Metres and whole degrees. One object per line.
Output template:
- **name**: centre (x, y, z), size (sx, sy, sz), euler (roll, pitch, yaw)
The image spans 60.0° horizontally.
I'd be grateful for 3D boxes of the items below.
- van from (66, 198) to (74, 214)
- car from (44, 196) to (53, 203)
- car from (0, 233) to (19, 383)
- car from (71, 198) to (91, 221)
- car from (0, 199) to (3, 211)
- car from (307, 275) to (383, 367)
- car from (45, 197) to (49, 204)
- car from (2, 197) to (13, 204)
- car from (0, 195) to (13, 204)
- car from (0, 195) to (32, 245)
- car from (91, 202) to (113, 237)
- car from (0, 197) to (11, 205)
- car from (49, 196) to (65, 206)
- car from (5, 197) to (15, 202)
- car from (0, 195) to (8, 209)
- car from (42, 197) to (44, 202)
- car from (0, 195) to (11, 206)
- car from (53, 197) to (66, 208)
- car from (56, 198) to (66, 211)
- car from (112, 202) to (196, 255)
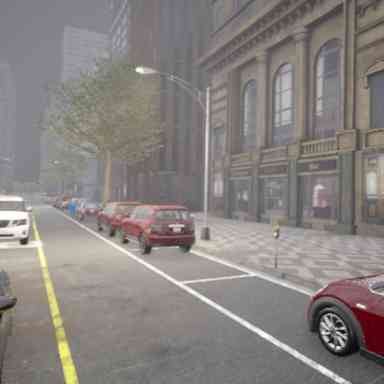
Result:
- **van**: centre (-11.631, 1.541, 34.387), size (1.690, 1.788, 3.998), euler (2, -1, -26)
- **car**: centre (-36.701, 1.888, 84.903), size (1.967, 1.590, 4.097), euler (1, -1, -26)
- **car**: centre (-3.035, 1.507, 3.649), size (1.812, 1.442, 4.674), euler (2, -1, -26)
- **car**: centre (-9.127, 1.626, 29.333), size (1.967, 1.590, 4.097), euler (2, -1, -26)
- **car**: centre (-24.213, 1.552, 40.557), size (1.752, 1.417, 4.829), euler (2, -1, -26)
- **car**: centre (3.406, 1.563, 4.073), size (1.967, 1.590, 4.097), euler (2, -1, -26)
- **car**: centre (-29.182, 1.927, 69.745), size (1.947, 1.339, 4.313), euler (1, -1, -26)
- **car**: centre (-39.327, 1.726, 71.015), size (1.887, 1.381, 4.507), euler (1, -1, -26)
- **car**: centre (-36.816, 1.469, 65.967), size (2.192, 1.841, 5.009), euler (1, -1, -26)
- **car**: centre (-8.781, 1.234, 15.480), size (2.150, 2.045, 5.566), euler (2, -1, -26)
- **car**: centre (-4.111, 1.472, 19.231), size (2.192, 1.841, 5.009), euler (2, -1, -26)
- **car**: centre (-34.315, 1.694, 60.913), size (1.947, 1.339, 4.313), euler (1, -1, -26)
- **car**: centre (-21.658, 1.598, 54.593), size (2.192, 1.841, 5.009), euler (1, -1, -26)
- **car**: centre (-44.341, 1.806, 81.117), size (1.947, 1.339, 4.313), euler (1, -1, -26)
- **car**: centre (-26.791, 1.366, 45.762), size (2.192, 1.841, 5.009), euler (1, -1, -26)
- **car**: centre (-34.197, 1.999, 79.848), size (1.802, 1.307, 4.206), euler (1, -1, -26)
- **car**: centre (-31.804, 1.417, 55.865), size (2.192, 1.841, 5.009), euler (1, -1, -26)
- **car**: centre (-19.156, 1.823, 49.537), size (1.947, 1.339, 4.313), euler (1, -1, -26)
- **car**: centre (-16.650, 1.816, 44.487), size (1.802, 1.307, 4.206), euler (1, -1, -26)
- **car**: centre (-1.605, 1.459, 14.179), size (2.192, 1.841, 5.009), euler (2, -1, -26)
